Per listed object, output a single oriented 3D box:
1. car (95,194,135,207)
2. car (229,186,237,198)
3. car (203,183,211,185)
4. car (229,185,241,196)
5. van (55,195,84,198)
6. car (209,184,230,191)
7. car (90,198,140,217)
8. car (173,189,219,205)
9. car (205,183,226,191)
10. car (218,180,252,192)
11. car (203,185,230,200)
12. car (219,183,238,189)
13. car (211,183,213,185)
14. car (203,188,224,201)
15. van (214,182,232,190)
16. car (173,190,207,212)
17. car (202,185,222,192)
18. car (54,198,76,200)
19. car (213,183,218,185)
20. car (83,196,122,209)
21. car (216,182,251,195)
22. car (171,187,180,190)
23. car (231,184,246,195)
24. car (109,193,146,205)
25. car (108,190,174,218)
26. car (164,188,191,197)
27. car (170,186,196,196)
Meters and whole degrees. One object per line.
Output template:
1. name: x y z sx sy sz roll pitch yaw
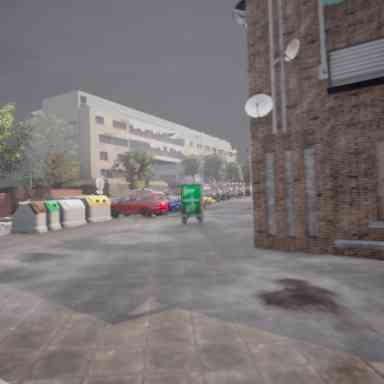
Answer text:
1. car: -10.683 1.204 46.252 4.892 1.521 2.231 -2 2 24
2. car: 3.367 0.392 47.608 4.792 1.488 2.163 -2 2 24
3. car: 0.437 -0.614 71.952 5.566 2.045 2.435 -2 2 24
4. car: 4.507 0.239 50.313 4.674 1.452 2.002 -2 2 24
5. van: -13.878 1.429 38.642 4.442 1.987 1.878 -2 2 24
6. car: 7.101 -1.294 87.184 5.008 1.535 2.097 -2 2 24
7. car: -7.696 1.534 33.760 2.033 1.411 5.357 -2 2 24
8. car: 0.001 0.846 39.474 5.366 1.575 1.946 -2 2 24
9. car: 5.999 -1.269 84.749 4.553 1.767 2.185 -2 2 24
10. car: 8.027 -0.545 58.361 5.566 2.045 2.435 -2 2 24
11. car: 2.191 0.401 44.911 4.553 1.767 2.185 -2 2 24
12. car: 10.486 -1.768 94.973 4.892 1.521 2.231 -2 2 24
13. car: 1.610 -0.647 74.493 4.553 1.767 2.185 -2 2 24
14. car: 1.056 0.685 42.350 4.892 1.521 2.231 -2 2 24
15. van: 8.352 -1.687 89.804 4.442 1.987 1.878 -2 2 24
16. car: -1.508 1.024 36.930 5.366 1.575 1.946 -2 2 24
17. car: 4.927 -0.949 82.185 4.674 1.452 2.002 -2 2 24
18. car: -15.086 1.789 36.121 4.892 1.521 2.231 -2 1 24
19. car: 2.675 -0.646 77.078 4.792 1.488 2.163 -2 2 24
20. car: -11.750 1.392 43.812 4.674 1.452 2.002 -2 2 24
21. car: 6.860 -0.260 55.814 4.553 1.767 2.185 -2 2 24
22. car: -5.167 0.299 59.054 4.553 1.767 2.185 -2 2 24
23. car: 5.726 0.068 53.117 4.674 1.452 2.002 -2 2 24
24. car: -9.533 1.041 48.930 4.892 1.521 2.231 -2 2 24
25. car: -4.849 1.182 28.876 5.566 2.045 2.435 -2 1 24
26. car: -2.829 0.132 64.264 4.792 1.488 2.163 -2 2 24
27. car: -1.782 -0.177 66.843 4.553 1.767 2.185 -2 2 24
